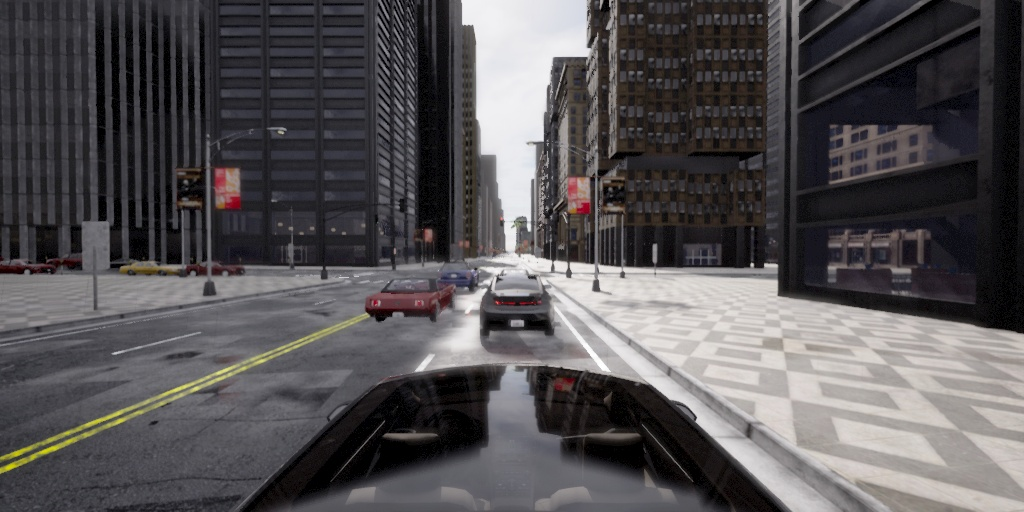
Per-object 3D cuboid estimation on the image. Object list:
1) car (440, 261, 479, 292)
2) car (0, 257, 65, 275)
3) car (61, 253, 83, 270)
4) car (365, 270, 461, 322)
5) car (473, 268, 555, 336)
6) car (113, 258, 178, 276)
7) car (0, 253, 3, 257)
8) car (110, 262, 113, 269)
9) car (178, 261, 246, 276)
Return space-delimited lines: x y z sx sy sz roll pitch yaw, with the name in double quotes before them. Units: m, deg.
"car" -3.136 1.077 21.244 2.097 1.767 4.553 0 0 -1
"car" -42.837 0.984 31.424 4.507 1.381 1.888 0 0 0
"car" -48.488 0.593 39.930 5.009 1.841 2.192 0 0 0
"car" -3.129 1.339 12.155 1.895 1.301 4.718 0 0 0
"car" 0.123 1.245 10.361 1.837 1.490 4.892 0 0 0
"car" -31.417 1.060 31.463 4.829 1.417 1.751 0 0 0
"car" -48.462 0.703 31.405 5.009 1.841 2.192 0 0 0
"car" -42.863 0.895 39.949 4.313 1.339 1.948 0 0 0
"car" -25.962 1.125 31.482 4.507 1.381 1.888 0 0 0
